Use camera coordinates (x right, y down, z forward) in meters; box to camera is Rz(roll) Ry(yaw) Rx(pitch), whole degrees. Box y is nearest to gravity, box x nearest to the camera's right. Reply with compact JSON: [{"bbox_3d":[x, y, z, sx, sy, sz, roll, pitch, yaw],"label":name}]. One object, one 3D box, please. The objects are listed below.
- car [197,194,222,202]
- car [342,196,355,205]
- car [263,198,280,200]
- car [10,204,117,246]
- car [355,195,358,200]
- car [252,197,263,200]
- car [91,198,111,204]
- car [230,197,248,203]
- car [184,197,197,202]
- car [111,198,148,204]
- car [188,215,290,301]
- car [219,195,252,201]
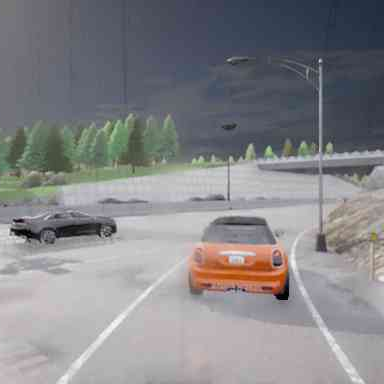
[{"bbox_3d":[4.041,1.460,63.672,2.150,2.045,5.566,0,0,42],"label":"car"},{"bbox_3d":[30.305,1.735,66.585,1.882,1.535,5.008,0,0,42],"label":"car"},{"bbox_3d":[16.712,1.822,67.185,1.994,1.385,4.181,0,0,42],"label":"car"},{"bbox_3d":[-5.886,1.549,15.814,2.128,1.511,4.902,0,0,42],"label":"car"},{"bbox_3d":[37.259,1.521,74.304,2.097,1.767,4.553,0,0,42],"label":"car"},{"bbox_3d":[14.637,1.828,75.339,2.033,1.411,5.357,0,0,42],"label":"car"},{"bbox_3d":[-12.912,1.688,50.516,4.892,1.490,1.837,0,0,-44],"label":"car"},{"bbox_3d":[10.723,1.814,76.224,1.812,1.442,4.674,0,0,42],"label":"car"},{"bbox_3d":[0.399,1.746,64.845,1.837,1.490,4.892,0,0,43],"label":"car"},{"bbox_3d":[-8.863,1.729,49.412,2.033,1.411,5.357,0,0,42],"label":"car"},{"bbox_3d":[1.308,1.385,8.733,2.097,1.767,4.553,0,0,11],"label":"car"},{"bbox_3d":[7.481,1.764,57.047,2.033,1.411,5.357,0,0,42],"label":"car"}]
